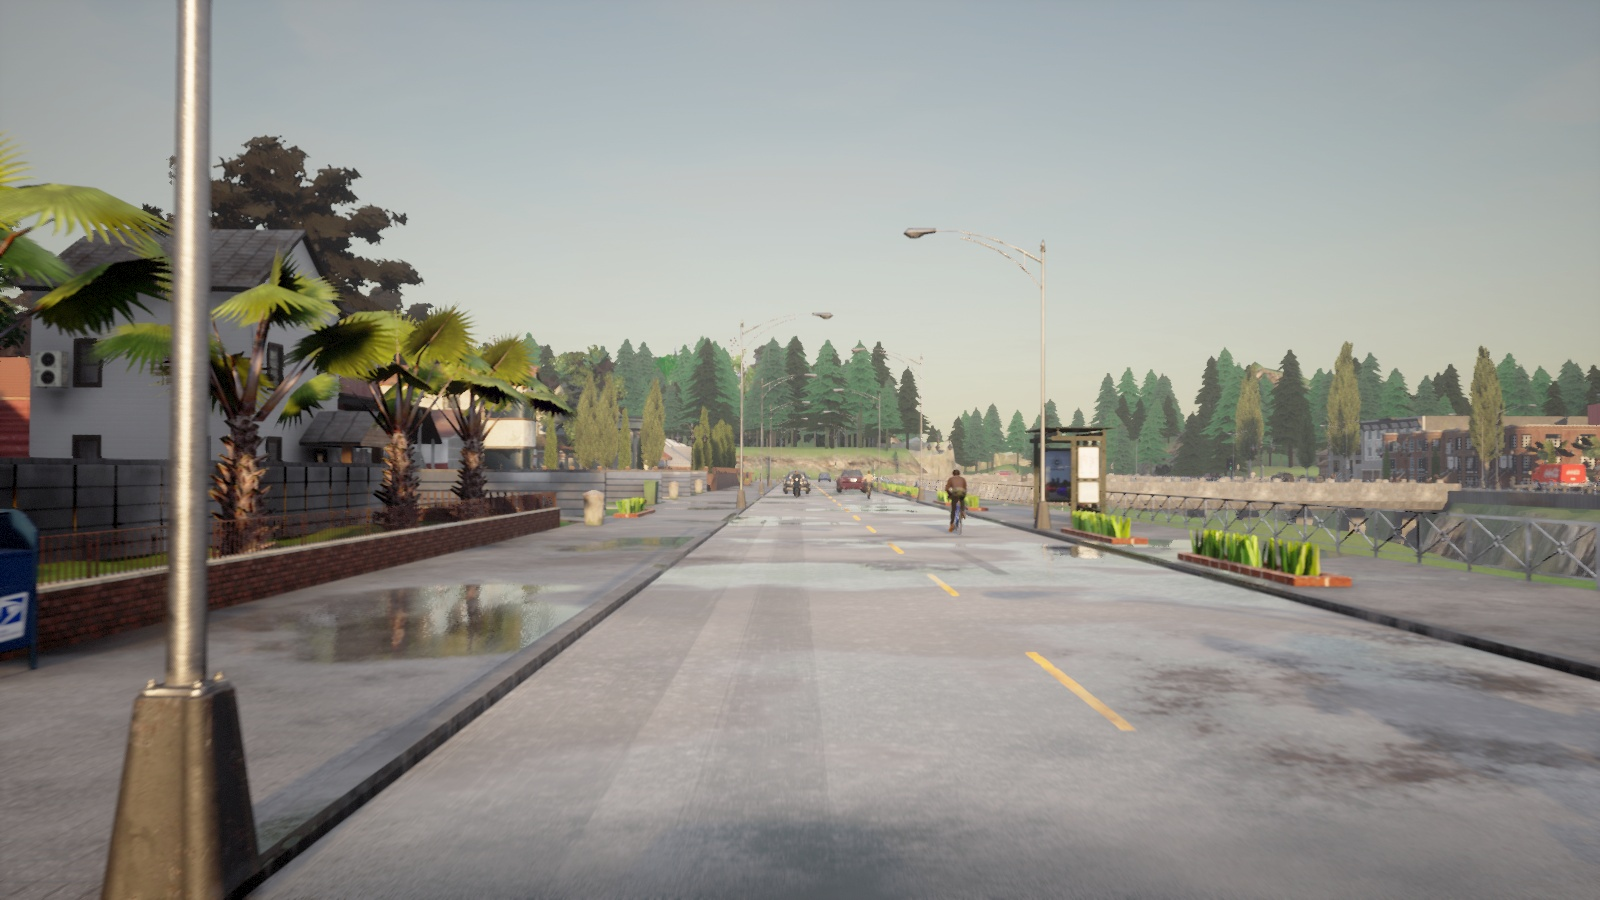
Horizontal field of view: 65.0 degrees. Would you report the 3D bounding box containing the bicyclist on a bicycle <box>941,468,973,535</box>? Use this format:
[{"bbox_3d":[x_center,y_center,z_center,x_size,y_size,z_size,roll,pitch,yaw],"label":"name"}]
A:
[{"bbox_3d":[3.926,1.279,31.511,0.582,1.620,1.656,0,-1,0],"label":"bicyclist on a bicycle"}]

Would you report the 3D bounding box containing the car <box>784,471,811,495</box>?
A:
[{"bbox_3d":[-0.200,2.221,85.221,1.789,1.549,3.705,0,-1,0],"label":"car"}]

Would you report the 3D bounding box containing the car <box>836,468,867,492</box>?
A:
[{"bbox_3d":[3.782,2.209,92.678,2.097,1.767,4.553,0,-1,0],"label":"car"}]
